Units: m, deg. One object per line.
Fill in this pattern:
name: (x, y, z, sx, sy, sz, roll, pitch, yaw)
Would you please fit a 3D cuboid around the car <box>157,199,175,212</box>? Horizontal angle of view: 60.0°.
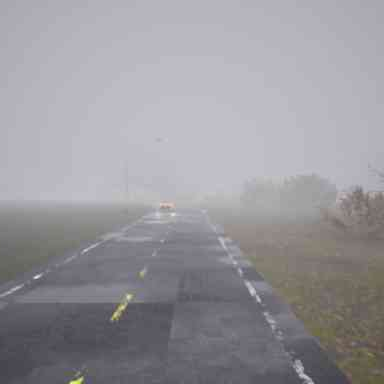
car: (-3.023, 1.530, 39.298, 1.882, 1.535, 5.008, 0, 0, -2)
